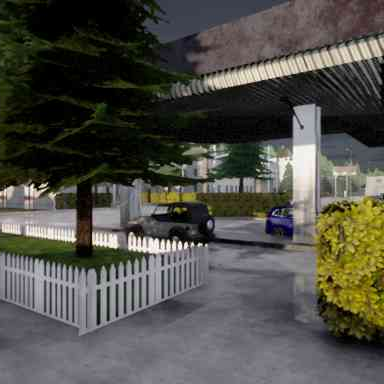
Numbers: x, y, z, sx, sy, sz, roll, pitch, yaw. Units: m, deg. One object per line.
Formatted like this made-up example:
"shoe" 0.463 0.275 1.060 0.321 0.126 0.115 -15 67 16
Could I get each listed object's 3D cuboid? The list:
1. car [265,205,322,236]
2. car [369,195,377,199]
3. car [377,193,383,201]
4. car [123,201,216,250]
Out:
"car" 5.890 1.478 15.937 4.611 1.667 2.242 0 0 35
"car" 33.120 1.294 60.206 2.007 1.523 4.514 0 0 35
"car" 25.851 1.074 43.467 1.905 1.878 3.866 0 0 35
"car" -0.912 1.309 13.790 3.866 1.878 1.905 0 0 35
